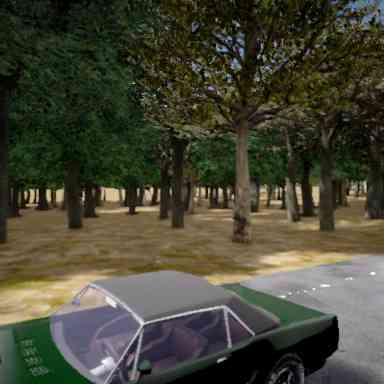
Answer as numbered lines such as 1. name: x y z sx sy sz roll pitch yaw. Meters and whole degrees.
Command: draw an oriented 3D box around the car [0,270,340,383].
1. car: -0.677 1.617 3.305 4.718 1.301 1.895 1 0 -35
